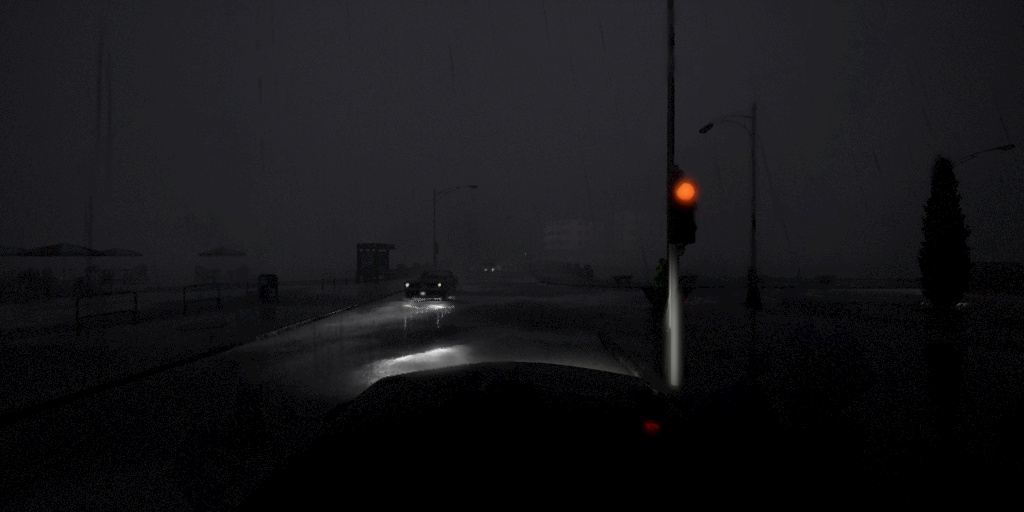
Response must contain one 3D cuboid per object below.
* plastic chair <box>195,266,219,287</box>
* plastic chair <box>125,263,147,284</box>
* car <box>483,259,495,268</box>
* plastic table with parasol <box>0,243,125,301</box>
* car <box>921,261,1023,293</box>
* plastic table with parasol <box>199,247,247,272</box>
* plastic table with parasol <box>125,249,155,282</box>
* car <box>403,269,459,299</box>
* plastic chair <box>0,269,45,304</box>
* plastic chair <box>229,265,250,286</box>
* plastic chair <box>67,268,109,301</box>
[{"bbox_3d":[-19.125,1.278,22.383,0.750,1.272,0.730,0,0,0],"label":"plastic chair"},{"bbox_3d":[-26.515,1.278,25.110,0.730,1.272,0.750,0,0,0],"label":"plastic chair"},{"bbox_3d":[-3.787,1.203,61.097,2.033,1.411,5.357,0,0,0],"label":"car"},{"bbox_3d":[-19.869,0.674,15.906,2.482,2.480,2.482,0,0,0],"label":"plastic table with parasol"},{"bbox_3d":[25.990,1.101,20.070,4.553,1.767,2.097,0,0,0],"label":"car"},{"bbox_3d":[-19.090,0.674,23.723,2.482,2.480,2.482,0,0,0],"label":"plastic table with parasol"},{"bbox_3d":[-27.715,0.674,25.165,2.482,2.480,2.482,0,0,0],"label":"plastic table with parasol"},{"bbox_3d":[-3.941,1.364,18.135,1.895,1.301,4.718,0,0,0],"label":"car"},{"bbox_3d":[-19.954,1.278,14.586,0.750,1.272,0.730,0,0,0],"label":"plastic chair"},{"bbox_3d":[-17.821,1.278,23.578,0.730,1.272,0.750,0,0,0],"label":"plastic chair"},{"bbox_3d":[-18.650,1.278,15.781,0.730,1.272,0.750,0,0,0],"label":"plastic chair"}]
